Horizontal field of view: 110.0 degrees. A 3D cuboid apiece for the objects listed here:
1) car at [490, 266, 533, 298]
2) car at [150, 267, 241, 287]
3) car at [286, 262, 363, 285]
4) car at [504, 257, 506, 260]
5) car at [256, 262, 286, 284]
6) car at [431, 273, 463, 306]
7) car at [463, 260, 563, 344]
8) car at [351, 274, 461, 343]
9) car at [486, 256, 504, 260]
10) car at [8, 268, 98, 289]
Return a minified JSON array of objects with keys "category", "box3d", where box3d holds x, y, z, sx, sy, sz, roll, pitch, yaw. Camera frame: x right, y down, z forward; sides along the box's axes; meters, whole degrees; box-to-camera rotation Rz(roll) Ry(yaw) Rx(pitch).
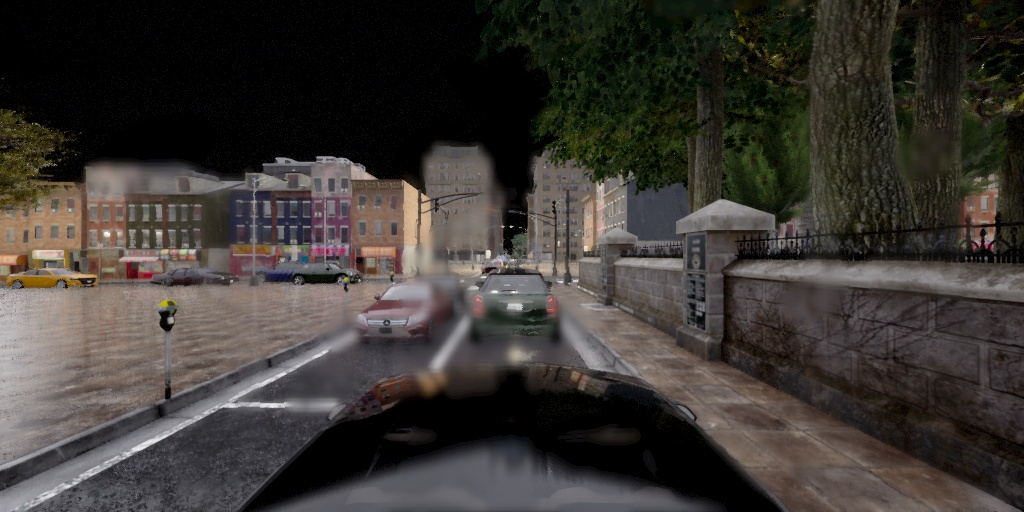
[{"category":"car","box3d":[-0.144,1.313,19.184,1.994,1.385,4.181,0,0,-5]},{"category":"car","box3d":[-23.035,1.545,26.157,5.357,1.411,2.033,-1,0,0]},{"category":"car","box3d":[-13.391,1.230,26.196,4.553,1.767,2.097,-1,0,0]},{"category":"car","box3d":[-2.297,1.216,52.239,1.882,1.535,5.008,0,1,0]},{"category":"car","box3d":[-18.217,1.283,29.085,4.553,1.767,2.097,-1,0,0]},{"category":"car","box3d":[-2.638,1.315,13.288,1.948,1.339,4.313,0,0,0]},{"category":"car","box3d":[0.073,1.101,9.740,2.097,1.767,4.553,0,0,0]},{"category":"car","box3d":[-2.638,1.331,9.625,1.802,1.307,4.207,0,0,0]},{"category":"car","box3d":[-2.210,1.093,38.878,2.097,1.767,4.553,0,0,-2]},{"category":"car","box3d":[-33.328,1.635,26.133,5.008,1.535,1.882,-1,0,0]}]
